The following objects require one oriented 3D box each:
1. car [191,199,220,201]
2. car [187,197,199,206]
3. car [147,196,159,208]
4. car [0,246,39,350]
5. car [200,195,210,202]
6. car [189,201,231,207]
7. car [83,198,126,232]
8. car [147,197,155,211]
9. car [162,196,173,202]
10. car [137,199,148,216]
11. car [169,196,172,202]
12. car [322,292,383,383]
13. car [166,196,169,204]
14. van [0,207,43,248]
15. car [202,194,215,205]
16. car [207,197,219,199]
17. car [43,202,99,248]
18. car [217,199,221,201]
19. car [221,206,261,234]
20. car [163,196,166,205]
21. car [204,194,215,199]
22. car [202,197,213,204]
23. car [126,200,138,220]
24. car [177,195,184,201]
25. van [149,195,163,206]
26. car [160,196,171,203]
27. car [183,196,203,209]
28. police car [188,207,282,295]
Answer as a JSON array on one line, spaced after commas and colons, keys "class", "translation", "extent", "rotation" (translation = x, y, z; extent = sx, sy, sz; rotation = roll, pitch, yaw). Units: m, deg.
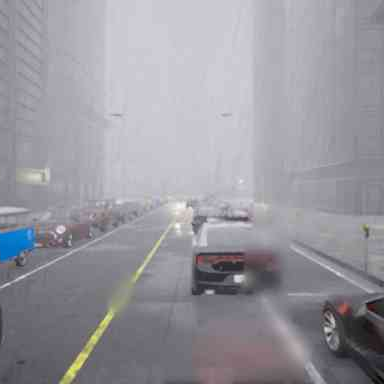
[{"class": "car", "translation": [0.960, 1.529, 24.732], "extent": [1.812, 1.442, 4.674], "rotation": [0, 0, 0]}, {"class": "car", "translation": [0.144, 1.584, 57.759], "extent": [1.994, 1.385, 4.181], "rotation": [0, 0, 0]}, {"class": "car", "translation": [-5.660, 1.590, 42.591], "extent": [1.802, 1.307, 4.206], "rotation": [0, 0, 0]}, {"class": "car", "translation": [-3.097, 1.491, 1.884], "extent": [2.128, 1.511, 4.902], "rotation": [0, 0, 0]}, {"class": "car", "translation": [2.949, 1.482, 76.390], "extent": [1.967, 1.590, 4.097], "rotation": [0, 0, 0]}, {"class": "car", "translation": [0.945, 1.480, 18.732], "extent": [1.882, 1.535, 5.008], "rotation": [0, 0, 0]}, {"class": "car", "translation": [-5.718, 1.317, 20.044], "extent": [2.192, 1.841, 5.009], "rotation": [0, 0, 0]}, {"class": "car", "translation": [-5.674, 1.557, 36.953], "extent": [2.008, 1.369, 4.403], "rotation": [0, 0, 0]}, {"class": "car", "translation": [-5.576, 1.592, 76.410], "extent": [2.008, 1.369, 4.403], "rotation": [0, 0, 0]}, {"class": "car", "translation": [-5.688, 1.570, 31.317], "extent": [1.947, 1.339, 4.313], "rotation": [0, 0, 0]}, {"class": "car", "translation": [-5.604, 1.593, 65.137], "extent": [1.947, 1.339, 4.313], "rotation": [0, 0, 0]}, {"class": "car", "translation": [2.766, 1.566, 3.119], "extent": [1.947, 1.339, 4.313], "rotation": [0, 0, 0]}, {"class": "car", "translation": [-5.618, 1.603, 59.500], "extent": [1.802, 1.307, 4.206], "rotation": [0, 0, 0]}, {"class": "van", "translation": [-5.746, 1.341, 8.771], "extent": [1.690, 1.788, 3.998], "rotation": [0, 0, 0]}, {"class": "car", "translation": [2.906, 1.337, 59.482], "extent": [2.192, 1.841, 5.009], "rotation": [0, 0, 0]}, {"class": "car", "translation": [2.851, 1.588, 36.938], "extent": [1.802, 1.307, 4.206], "rotation": [0, 0, 0]}, {"class": "car", "translation": [-5.731, 1.441, 14.407], "extent": [1.967, 1.590, 4.097], "rotation": [0, 0, 0]}, {"class": "car", "translation": [2.837, 1.586, 31.301], "extent": [1.802, 1.307, 4.206], "rotation": [0, 0, 0]}, {"class": "car", "translation": [2.808, 1.584, 20.029], "extent": [1.802, 1.307, 4.206], "rotation": [0, 0, 0]}, {"class": "car", "translation": [-5.633, 1.542, 53.694], "extent": [1.752, 1.417, 4.829], "rotation": [0, 0, 0]}, {"class": "car", "translation": [2.864, 1.449, 42.574], "extent": [1.967, 1.590, 4.097], "rotation": [0, 0, 0]}, {"class": "car", "translation": [2.921, 1.594, 65.118], "extent": [1.947, 1.339, 4.313], "rotation": [0, 0, 0]}, {"class": "car", "translation": [-5.703, 1.569, 25.681], "extent": [1.947, 1.339, 4.313], "rotation": [0, 0, 0]}, {"class": "car", "translation": [-2.793, 1.555, 82.379], "extent": [1.837, 1.490, 4.892], "rotation": [0, 0, 0]}, {"class": "van", "translation": [-5.647, 1.353, 48.227], "extent": [1.690, 1.788, 3.998], "rotation": [0, 0, 0]}, {"class": "car", "translation": [-5.590, 1.600, 70.773], "extent": [1.947, 1.339, 4.313], "rotation": [0, 0, 0]}, {"class": "car", "translation": [0.135, 1.516, 44.675], "extent": [1.837, 1.490, 4.892], "rotation": [0, 0, 1]}, {"class": "police car", "translation": [0.920, 1.426, 8.842], "extent": [1.930, 1.638, 5.238], "rotation": [0, 0, 0]}]
